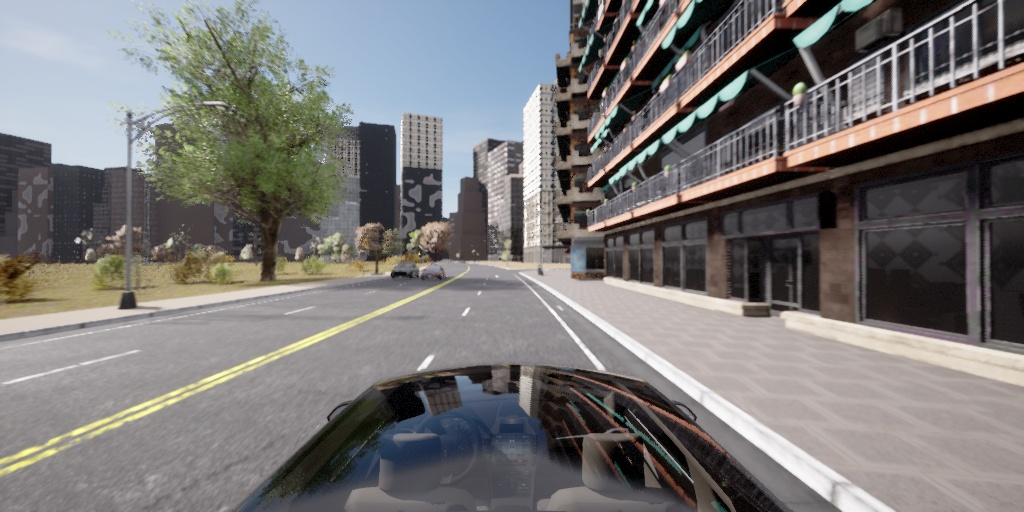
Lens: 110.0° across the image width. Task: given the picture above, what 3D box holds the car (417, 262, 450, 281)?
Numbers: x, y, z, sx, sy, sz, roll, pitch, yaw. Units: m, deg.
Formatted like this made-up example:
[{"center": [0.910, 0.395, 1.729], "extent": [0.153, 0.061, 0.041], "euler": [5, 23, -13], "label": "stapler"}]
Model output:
[{"center": [-7.378, 1.556, 34.009], "extent": [1.812, 1.442, 4.674], "euler": [0, -1, -3], "label": "car"}]

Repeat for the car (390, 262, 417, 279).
[{"center": [-10.748, 1.407, 36.361], "extent": [2.097, 1.767, 4.553], "euler": [0, 0, -3], "label": "car"}]
